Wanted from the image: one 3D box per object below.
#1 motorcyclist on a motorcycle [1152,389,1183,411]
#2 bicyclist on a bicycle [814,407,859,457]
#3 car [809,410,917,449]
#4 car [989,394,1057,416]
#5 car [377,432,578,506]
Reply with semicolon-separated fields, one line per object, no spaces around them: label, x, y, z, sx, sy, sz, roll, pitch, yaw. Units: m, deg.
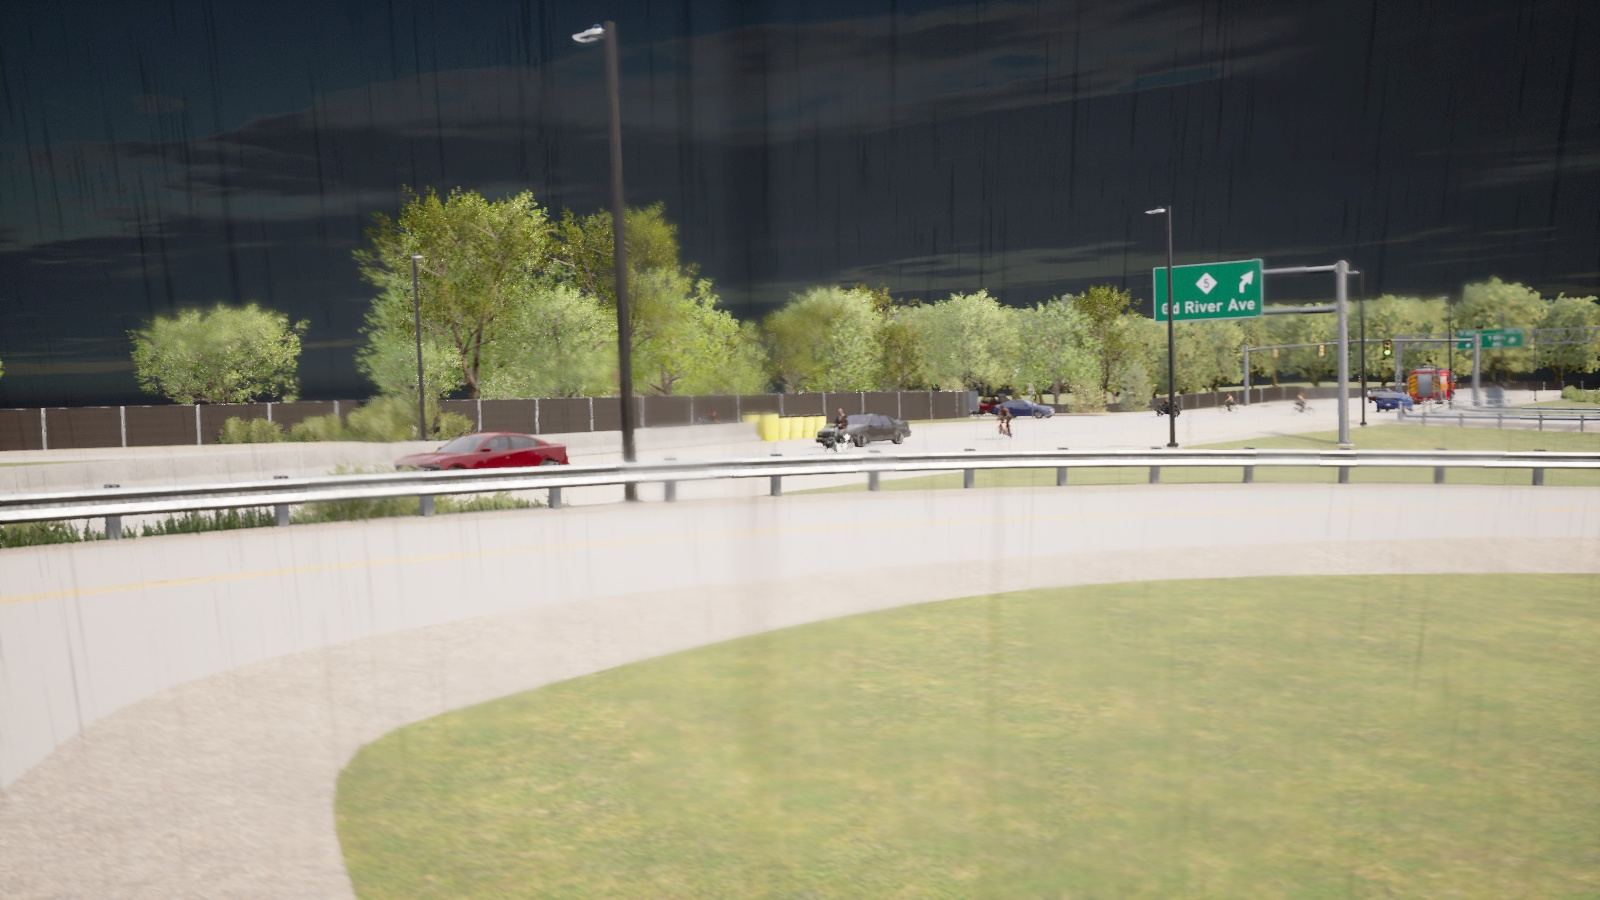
motorcyclist on a motorcycle;26.400;-3.579;90.195;0.797;1.523;2.044;-6;5;-37
bicyclist on a bicycle;1.372;-0.676;46.460;0.659;1.776;1.843;-1;3;36
car;2.785;-0.913;54.373;2.033;1.411;5.357;-1;3;36
car;16.729;-3.362;94.237;4.674;1.442;1.812;0;4;36
car;-8.360;0.439;33.027;1.882;1.535;5.008;-1;3;36
